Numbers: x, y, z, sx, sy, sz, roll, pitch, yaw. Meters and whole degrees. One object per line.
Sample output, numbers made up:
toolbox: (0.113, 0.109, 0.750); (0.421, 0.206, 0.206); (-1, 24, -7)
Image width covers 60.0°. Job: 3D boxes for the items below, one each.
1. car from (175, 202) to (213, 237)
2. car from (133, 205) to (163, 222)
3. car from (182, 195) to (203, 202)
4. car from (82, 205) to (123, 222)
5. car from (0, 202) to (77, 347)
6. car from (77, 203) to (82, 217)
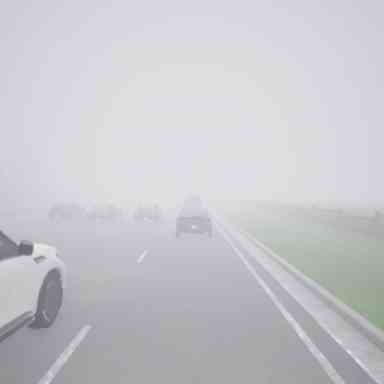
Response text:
car: (0.100, 1.532, 18.487); (1.882, 1.535, 5.008); (0, 0, 0)
car: (-3.402, 1.679, 26.734); (1.895, 1.301, 4.718); (0, 0, 0)
car: (0.097, 1.332, 37.564); (2.150, 2.045, 5.566); (0, 0, 0)
car: (-6.901, 1.679, 26.734); (1.895, 1.301, 4.718); (0, 0, 0)
car: (-3.398, 1.235, 3.807); (2.150, 2.045, 5.566); (0, 0, 0)
car: (-10.402, 1.589, 28.037); (1.837, 1.490, 4.892); (0, 0, 0)
